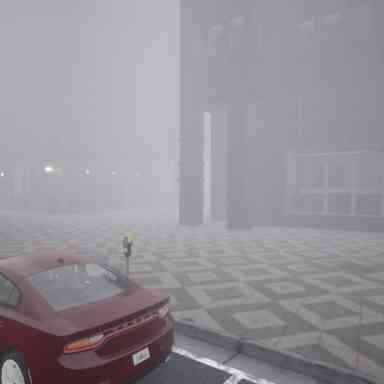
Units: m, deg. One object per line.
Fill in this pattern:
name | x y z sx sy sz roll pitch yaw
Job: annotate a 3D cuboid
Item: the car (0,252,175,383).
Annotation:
car | -2.293 1.544 4.759 4.507 1.381 1.887 0 0 37
